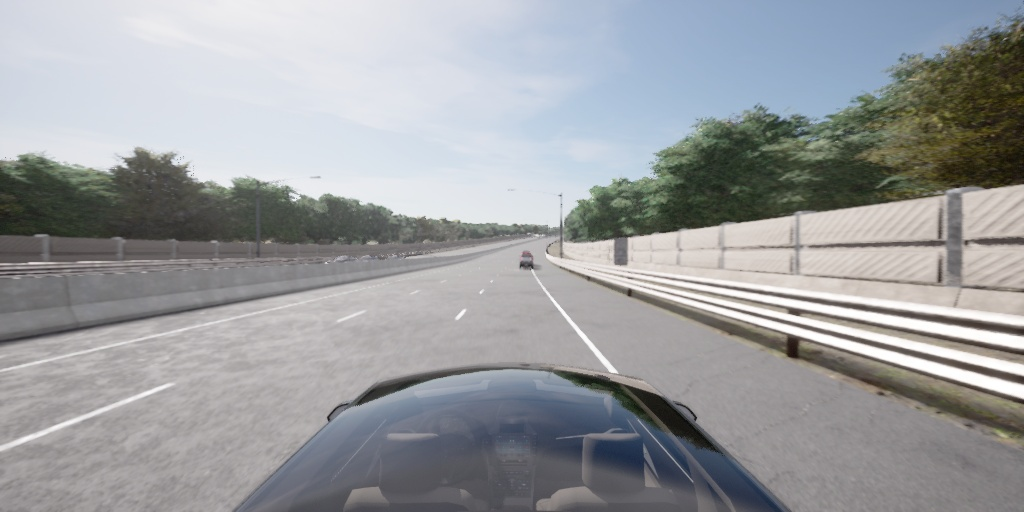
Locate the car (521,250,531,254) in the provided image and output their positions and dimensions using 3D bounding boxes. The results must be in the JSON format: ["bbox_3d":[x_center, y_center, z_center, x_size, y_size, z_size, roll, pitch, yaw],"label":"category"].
[{"bbox_3d":[2.276,0.511,56.637,2.150,2.045,5.566,0,1,3],"label":"car"}]

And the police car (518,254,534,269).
[{"bbox_3d":[1.867,0.854,46.846,1.930,1.638,5.238,0,1,2],"label":"police car"}]

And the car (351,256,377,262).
[{"bbox_3d":[-20.097,0.810,50.262,1.837,1.490,4.892,0,1,3],"label":"car"}]

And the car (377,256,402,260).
[{"bbox_3d":[-16.602,0.823,50.186,1.837,1.490,4.892,0,1,3],"label":"car"}]

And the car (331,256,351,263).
[{"bbox_3d":[-23.591,0.785,50.408,2.128,1.511,4.902,0,1,3],"label":"car"}]
